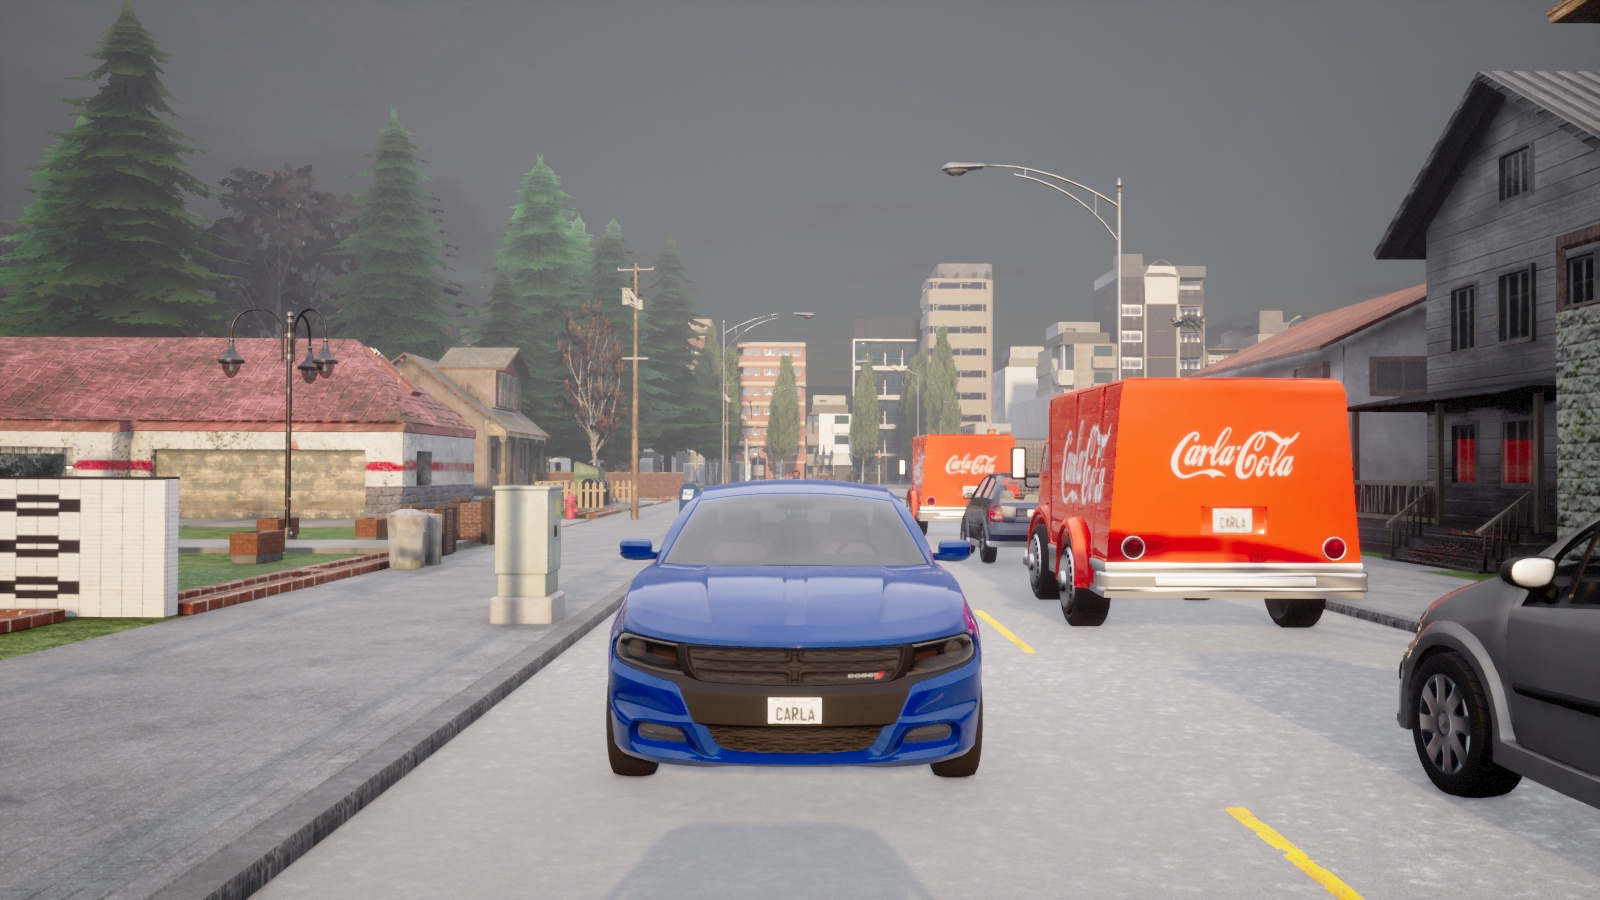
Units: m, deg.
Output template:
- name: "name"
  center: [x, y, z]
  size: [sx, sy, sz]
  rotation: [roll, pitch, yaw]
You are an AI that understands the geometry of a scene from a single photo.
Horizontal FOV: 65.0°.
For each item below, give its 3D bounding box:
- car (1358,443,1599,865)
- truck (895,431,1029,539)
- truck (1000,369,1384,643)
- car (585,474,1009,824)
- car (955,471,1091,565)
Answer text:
- name: "car"
  center: [3.986, 0.778, 4.860]
  size: [1.851, 1.617, 3.988]
  rotation: [0, -1, 0]
- name: "truck"
  center: [3.919, 0.840, 31.491]
  size: [2.627, 2.467, 5.204]
  rotation: [0, -1, -1]
- name: "truck"
  center: [3.953, 0.546, 13.944]
  size: [2.627, 2.467, 5.204]
  rotation: [0, -1, 0]
- name: "car"
  center: [-0.024, 0.928, 8.083]
  size: [1.882, 1.535, 5.008]
  rotation: [0, -1, 0]
- name: "car"
  center: [3.938, 1.158, 22.732]
  size: [1.789, 1.549, 3.705]
  rotation: [0, -1, 0]
